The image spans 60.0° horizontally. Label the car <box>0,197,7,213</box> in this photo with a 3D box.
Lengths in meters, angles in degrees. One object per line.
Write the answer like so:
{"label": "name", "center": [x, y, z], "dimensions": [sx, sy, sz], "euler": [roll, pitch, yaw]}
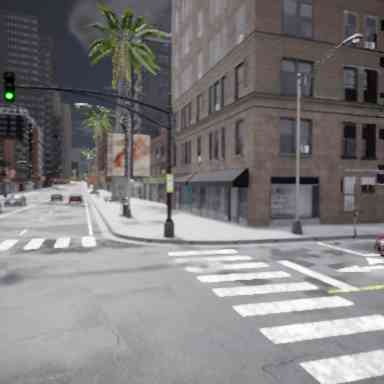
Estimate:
{"label": "car", "center": [-17.365, 1.158, 27.976], "dimensions": [1.837, 1.490, 4.892], "euler": [0, 1, -18]}

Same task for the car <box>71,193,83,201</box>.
{"label": "car", "center": [-20.511, 0.847, 59.284], "dimensions": [1.994, 1.385, 4.181], "euler": [0, 1, -18]}

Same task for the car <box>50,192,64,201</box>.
{"label": "car", "center": [-23.449, 0.784, 57.842], "dimensions": [2.128, 1.511, 4.902], "euler": [0, 1, -18]}

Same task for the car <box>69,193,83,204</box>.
{"label": "car", "center": [-17.384, 0.885, 49.741], "dimensions": [1.882, 1.535, 5.008], "euler": [0, 1, -18]}

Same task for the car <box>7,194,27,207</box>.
{"label": "car", "center": [-21.475, 0.990, 40.697], "dimensions": [2.128, 1.511, 4.902], "euler": [0, 1, -18]}

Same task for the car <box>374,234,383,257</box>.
{"label": "car", "center": [8.253, 1.524, 10.779], "dimensions": [4.674, 1.442, 1.812], "euler": [0, 1, -16]}
